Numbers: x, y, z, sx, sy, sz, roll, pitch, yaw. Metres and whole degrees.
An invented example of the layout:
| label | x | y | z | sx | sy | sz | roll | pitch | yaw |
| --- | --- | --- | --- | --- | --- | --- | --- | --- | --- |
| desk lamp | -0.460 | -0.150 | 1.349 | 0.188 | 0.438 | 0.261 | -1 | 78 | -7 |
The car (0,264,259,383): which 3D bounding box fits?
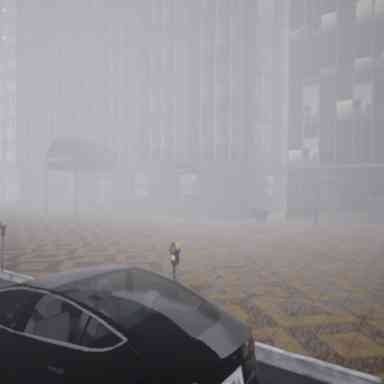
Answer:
| label | x | y | z | sx | sy | sz | roll | pitch | yaw |
| --- | --- | --- | --- | --- | --- | --- | --- | --- | --- |
| car | -1.373 | 1.544 | 3.835 | 4.313 | 1.339 | 1.947 | 0 | 1 | 35 |
